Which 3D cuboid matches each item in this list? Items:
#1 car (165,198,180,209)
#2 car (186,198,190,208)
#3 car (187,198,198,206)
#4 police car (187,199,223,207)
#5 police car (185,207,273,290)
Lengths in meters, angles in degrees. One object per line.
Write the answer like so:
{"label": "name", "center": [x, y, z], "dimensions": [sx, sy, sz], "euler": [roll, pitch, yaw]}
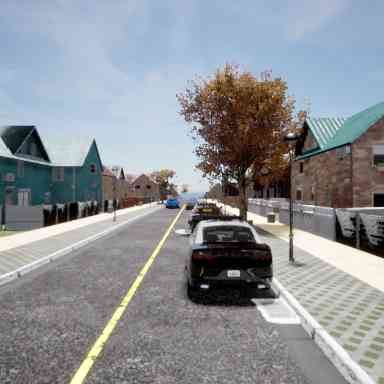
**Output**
{"label": "car", "center": [-2.662, 1.581, 46.632], "dimensions": [1.882, 1.535, 5.008], "euler": [0, 0, 0]}
{"label": "car", "center": [0.112, 1.642, 45.053], "dimensions": [2.033, 1.411, 5.357], "euler": [0, 0, 1]}
{"label": "car", "center": [0.118, 1.758, 62.058], "dimensions": [1.994, 1.385, 4.181], "euler": [0, 0, 0]}
{"label": "police car", "center": [0.861, 1.436, 19.251], "dimensions": [1.930, 1.638, 5.238], "euler": [0, 0, 0]}
{"label": "police car", "center": [0.843, 1.429, 9.250], "dimensions": [1.930, 1.638, 5.238], "euler": [0, 0, 0]}
